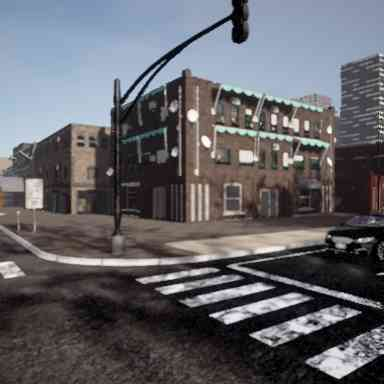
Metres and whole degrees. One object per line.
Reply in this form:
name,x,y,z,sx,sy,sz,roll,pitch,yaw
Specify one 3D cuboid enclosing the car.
car,7.044,1.580,12.694,4.902,1.511,2.128,0,0,-35
